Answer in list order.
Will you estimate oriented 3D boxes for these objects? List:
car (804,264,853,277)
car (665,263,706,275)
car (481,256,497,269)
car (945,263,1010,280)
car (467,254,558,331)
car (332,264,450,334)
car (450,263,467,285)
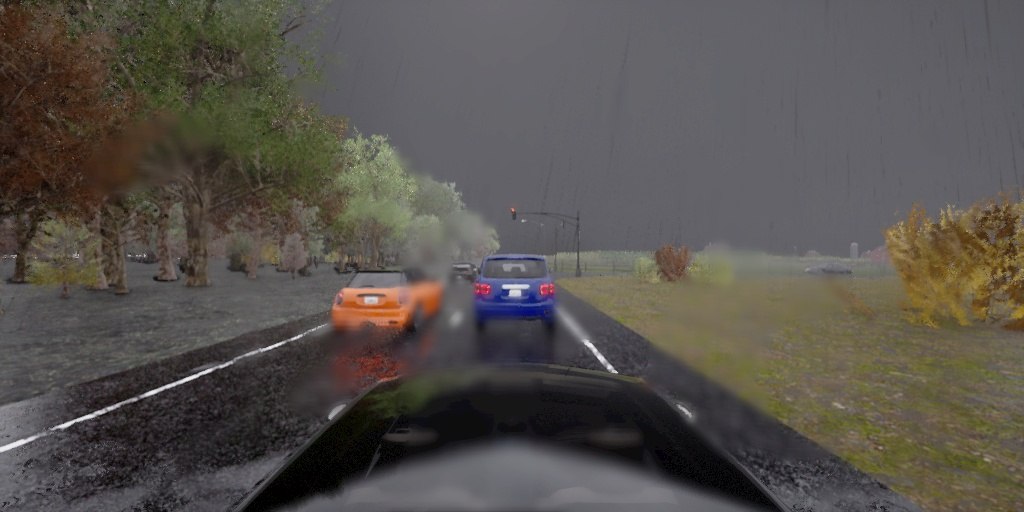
[{"bbox_3d":[37.958,1.697,43.053,4.902,1.511,2.128,1,-1,0],"label":"car"},{"bbox_3d":[20.965,1.567,43.112,5.357,1.411,2.033,1,-1,0],"label":"car"},{"bbox_3d":[-3.486,0.956,56.041,2.150,2.045,5.566,0,0,0],"label":"car"},{"bbox_3d":[50.962,1.836,39.394,5.357,1.411,2.033,1,-1,1],"label":"car"},{"bbox_3d":[0.085,0.970,11.147,2.150,2.045,5.566,0,0,0],"label":"car"},{"bbox_3d":[-3.413,1.100,10.812,2.097,1.767,4.553,0,0,0],"label":"car"},{"bbox_3d":[-3.438,1.250,26.434,1.837,1.490,4.892,0,0,0],"label":"car"}]
